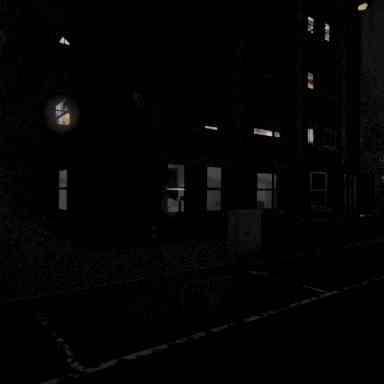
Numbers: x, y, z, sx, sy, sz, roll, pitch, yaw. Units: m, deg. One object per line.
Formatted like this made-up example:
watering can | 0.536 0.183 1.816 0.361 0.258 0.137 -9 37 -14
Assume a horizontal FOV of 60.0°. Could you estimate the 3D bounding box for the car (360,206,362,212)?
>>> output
car | 13.191 1.256 31.808 2.033 1.411 5.357 0 1 -37
